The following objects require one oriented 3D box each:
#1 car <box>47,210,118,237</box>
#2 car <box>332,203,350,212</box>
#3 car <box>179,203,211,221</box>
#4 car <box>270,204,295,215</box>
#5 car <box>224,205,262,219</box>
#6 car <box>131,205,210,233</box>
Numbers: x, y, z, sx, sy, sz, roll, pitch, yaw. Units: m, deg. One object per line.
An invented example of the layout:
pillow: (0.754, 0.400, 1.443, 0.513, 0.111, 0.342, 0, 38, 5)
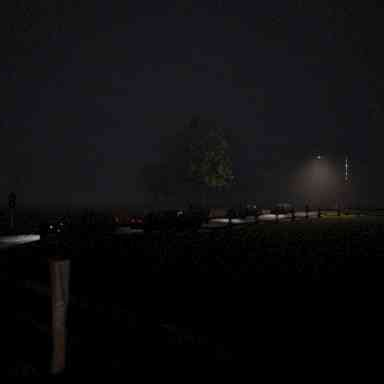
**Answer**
car: (-6.416, 1.763, 19.622, 1.994, 1.385, 4.181, 0, -1, 38)
car: (24.348, 2.434, 54.201, 1.994, 1.385, 4.181, 0, -1, 38)
car: (-0.398, 1.696, 27.324, 2.097, 1.767, 4.553, 0, -1, 38)
car: (11.665, 2.192, 42.705, 1.994, 1.385, 4.181, 0, -1, 38)
car: (5.502, 2.032, 34.870, 2.033, 1.411, 5.357, 0, -1, 38)
car: (-1.441, 1.821, 21.453, 2.033, 1.411, 5.357, 0, -1, 41)
